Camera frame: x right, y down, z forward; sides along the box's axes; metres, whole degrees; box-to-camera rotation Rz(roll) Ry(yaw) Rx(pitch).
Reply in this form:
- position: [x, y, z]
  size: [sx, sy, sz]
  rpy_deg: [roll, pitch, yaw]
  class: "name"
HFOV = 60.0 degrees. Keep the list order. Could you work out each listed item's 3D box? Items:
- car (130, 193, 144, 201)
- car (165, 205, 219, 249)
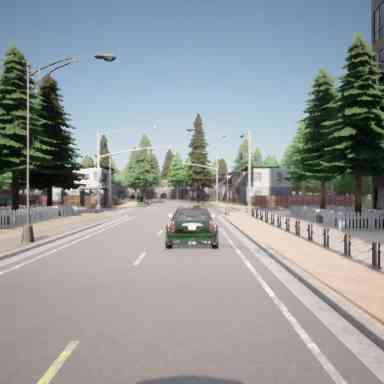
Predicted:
- position: [-13.735, 1.184, 83.998]
  size: [2.150, 2.045, 5.566]
  rpy_deg: [0, 0, -31]
  class: "car"
- position: [0.000, 1.364, 14.620]
  size: [2.097, 1.767, 4.553]
  rpy_deg: [0, 0, 0]
  class: "car"
